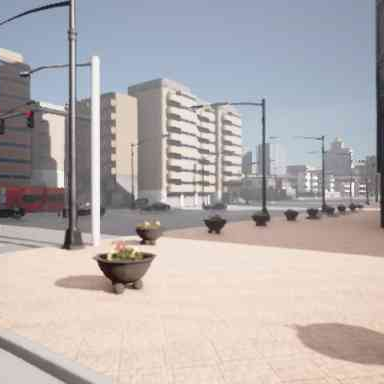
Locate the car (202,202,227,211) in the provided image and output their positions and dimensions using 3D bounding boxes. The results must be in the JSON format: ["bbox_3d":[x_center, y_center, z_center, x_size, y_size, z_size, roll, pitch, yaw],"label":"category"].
[{"bbox_3d":[3.735,2.292,53.693,2.033,1.411,5.357,0,-1,35],"label":"car"}]

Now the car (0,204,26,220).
[{"bbox_3d":[-17.465,1.806,29.723,2.128,1.511,4.902,0,-1,35],"label":"car"}]

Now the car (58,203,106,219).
[{"bbox_3d":[-10.844,1.864,33.065,2.128,1.511,4.902,0,-1,35],"label":"car"}]

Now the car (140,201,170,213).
[{"bbox_3d":[-5.176,2.089,47.211,1.882,1.535,5.008,0,-1,35],"label":"car"}]
